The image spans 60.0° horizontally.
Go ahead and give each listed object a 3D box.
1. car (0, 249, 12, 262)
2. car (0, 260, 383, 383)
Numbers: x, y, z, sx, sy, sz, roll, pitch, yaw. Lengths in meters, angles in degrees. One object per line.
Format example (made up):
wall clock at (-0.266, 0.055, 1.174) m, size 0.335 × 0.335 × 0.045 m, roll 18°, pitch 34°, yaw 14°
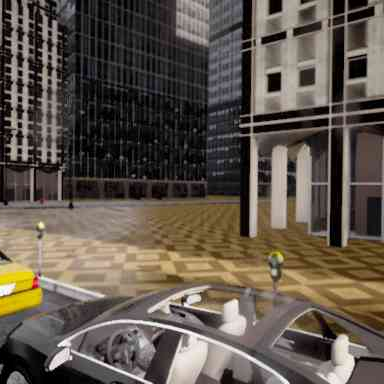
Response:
car at (-4.745, 1.404, 6.265) m, size 4.829 × 1.417 × 1.752 m, roll 1°, pitch 1°, yaw 36°
car at (0.008, 1.525, 2.872) m, size 4.403 × 1.369 × 2.008 m, roll 1°, pitch 1°, yaw 36°
